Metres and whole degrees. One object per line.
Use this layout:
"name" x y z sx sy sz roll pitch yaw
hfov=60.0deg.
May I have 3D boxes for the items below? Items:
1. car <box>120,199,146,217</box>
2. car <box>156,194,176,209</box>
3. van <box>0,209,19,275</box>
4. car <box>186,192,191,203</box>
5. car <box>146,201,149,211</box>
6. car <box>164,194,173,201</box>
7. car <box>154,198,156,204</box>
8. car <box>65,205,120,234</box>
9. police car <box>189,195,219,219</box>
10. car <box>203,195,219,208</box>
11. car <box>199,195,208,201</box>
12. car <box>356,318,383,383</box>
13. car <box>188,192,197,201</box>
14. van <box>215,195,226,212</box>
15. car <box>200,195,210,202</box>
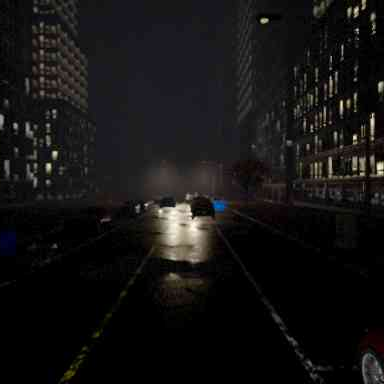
"car" -5.699 1.462 30.177 2.008 1.369 4.403 -1 0 0
"car" -3.086 1.358 42.481 1.882 1.535 5.008 0 0 0
"van" -5.705 1.317 7.675 1.690 1.788 3.998 -1 0 0
"car" 0.005 1.054 63.171 2.150 2.045 5.566 0 0 0
"car" -5.700 1.448 35.802 2.008 1.369 4.403 -1 0 0
"car" -5.698 1.242 80.801 1.967 1.590 4.097 -1 0 0
"car" -5.698 1.396 58.301 2.008 1.369 4.403 -1 0 0
"car" -5.701 1.487 18.926 1.887 1.381 4.507 -1 0 0
"police car" 0.902 1.342 28.036 1.930 1.638 5.238 0 0 0
"car" 2.679 1.310 47.051 1.967 1.590 4.097 -1 0 0
"car" 2.685 1.367 80.801 1.947 1.339 4.313 -1 0 0
"car" 2.679 1.575 2.052 1.802 1.307 4.206 -1 0 0
"car" 0.892 1.244 37.899 2.097 1.767 4.553 0 0 0
"van" 2.677 1.238 35.801 1.690 1.788 3.998 -1 0 0
"car" 2.683 1.347 69.722 1.752 1.417 4.829 -1 0 0
